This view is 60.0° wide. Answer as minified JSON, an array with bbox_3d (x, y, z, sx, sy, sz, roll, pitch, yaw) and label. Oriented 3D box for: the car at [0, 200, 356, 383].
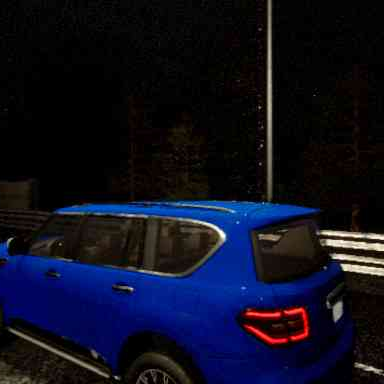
[{"bbox_3d":[-0.872,1.132,4.516,5.566,2.045,2.150,0,0,36],"label":"car"}]
